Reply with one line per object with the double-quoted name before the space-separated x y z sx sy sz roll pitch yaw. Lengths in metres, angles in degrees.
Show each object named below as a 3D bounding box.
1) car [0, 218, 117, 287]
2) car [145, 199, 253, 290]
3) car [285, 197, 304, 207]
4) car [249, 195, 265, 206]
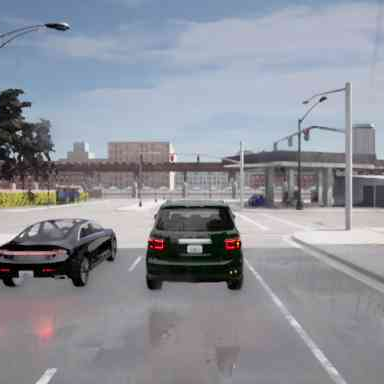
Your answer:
"car" -3.431 1.485 9.315 2.128 1.511 4.902 0 0 0
"car" 0.073 1.215 9.231 2.150 2.045 5.566 0 0 0
"car" 15.395 1.421 50.184 1.970 1.475 3.806 0 0 0
"car" 9.651 1.261 49.415 2.242 1.667 4.611 0 0 0
